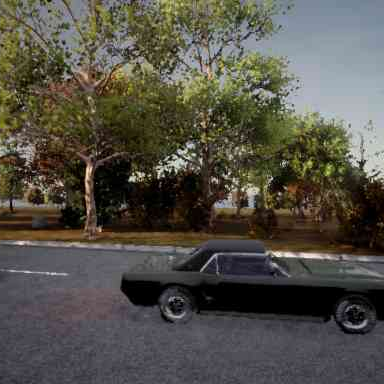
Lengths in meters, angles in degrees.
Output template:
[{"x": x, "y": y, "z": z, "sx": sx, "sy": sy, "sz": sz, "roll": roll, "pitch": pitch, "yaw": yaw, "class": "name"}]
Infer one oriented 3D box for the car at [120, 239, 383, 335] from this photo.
[{"x": 1.194, "y": 1.625, "z": 6.344, "sx": 4.718, "sy": 1.301, "sz": 1.895, "roll": 1, "pitch": 0, "yaw": 7, "class": "car"}]
